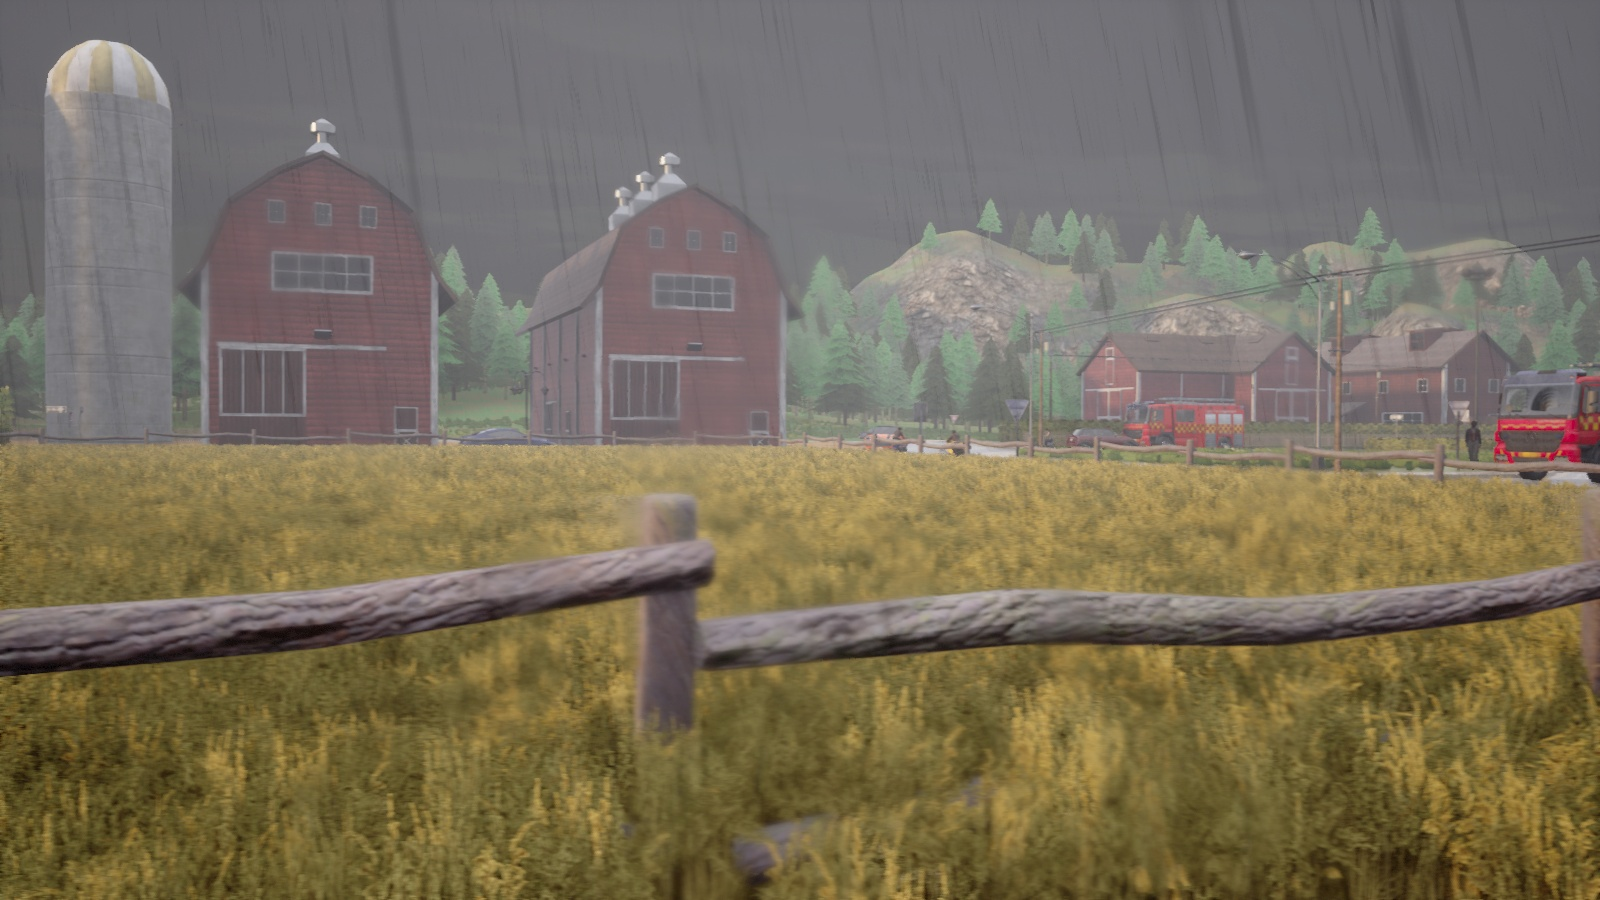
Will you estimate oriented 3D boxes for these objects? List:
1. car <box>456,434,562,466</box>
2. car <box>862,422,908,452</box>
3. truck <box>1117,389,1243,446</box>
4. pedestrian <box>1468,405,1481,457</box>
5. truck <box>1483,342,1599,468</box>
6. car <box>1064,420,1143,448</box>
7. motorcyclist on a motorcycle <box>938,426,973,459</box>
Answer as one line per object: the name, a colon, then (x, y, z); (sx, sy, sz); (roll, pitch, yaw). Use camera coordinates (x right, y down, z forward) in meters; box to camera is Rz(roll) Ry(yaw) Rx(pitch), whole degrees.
car: (-13.911, -0.018, 60.079); (4.674, 1.442, 1.812); (-1, 1, -24)
car: (5.271, -0.817, 77.137); (2.097, 1.767, 4.553); (-1, 1, 13)
truck: (26.594, -2.273, 87.840); (8.468, 3.827, 2.891); (-1, 1, -21)
pedestrian: (24.955, -0.703, 46.493); (0.402, 1.930, 0.666); (0, 1, 27)
truck: (26.661, -1.449, 40.996); (8.468, 3.827, 2.891); (-1, 1, -22)
car: (19.719, -1.044, 81.700); (4.553, 1.767, 2.097); (-1, 1, -9)
motorcyclist on a motorcycle: (7.308, -0.346, 59.081); (0.797, 1.523, 2.044); (-1, 1, -20)
